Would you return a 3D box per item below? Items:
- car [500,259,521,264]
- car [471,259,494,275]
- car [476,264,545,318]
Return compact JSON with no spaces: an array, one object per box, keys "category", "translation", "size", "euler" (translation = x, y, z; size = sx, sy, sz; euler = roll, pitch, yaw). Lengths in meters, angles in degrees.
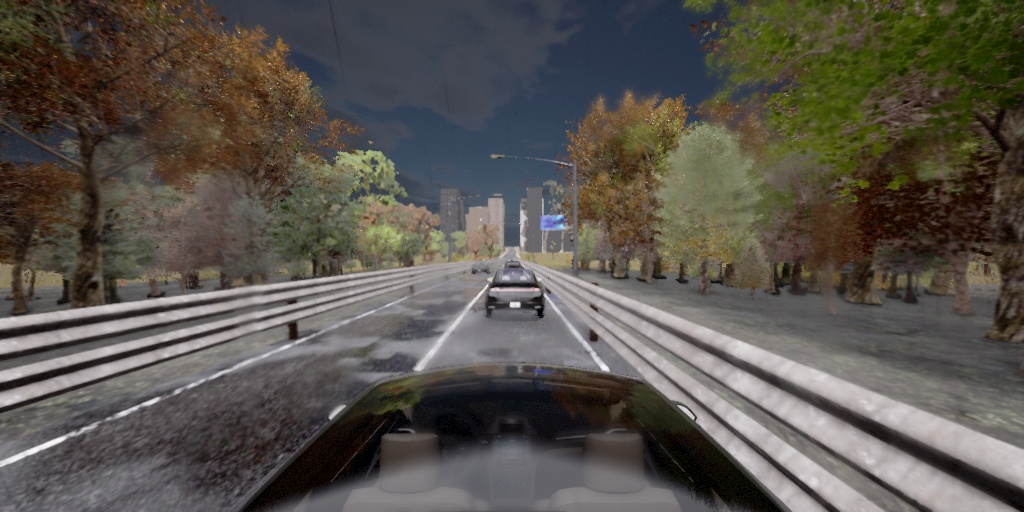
[{"category":"car","translation":[0.106,1.230,34.602],"size":[1.837,1.490,4.892],"euler":[0,0,0]},{"category":"car","translation":[-3.330,1.250,39.153],"size":[1.837,1.490,4.892],"euler":[0,-1,0]},{"category":"car","translation":[0.095,1.187,12.728],"size":[2.128,1.511,4.902],"euler":[0,0,0]}]
